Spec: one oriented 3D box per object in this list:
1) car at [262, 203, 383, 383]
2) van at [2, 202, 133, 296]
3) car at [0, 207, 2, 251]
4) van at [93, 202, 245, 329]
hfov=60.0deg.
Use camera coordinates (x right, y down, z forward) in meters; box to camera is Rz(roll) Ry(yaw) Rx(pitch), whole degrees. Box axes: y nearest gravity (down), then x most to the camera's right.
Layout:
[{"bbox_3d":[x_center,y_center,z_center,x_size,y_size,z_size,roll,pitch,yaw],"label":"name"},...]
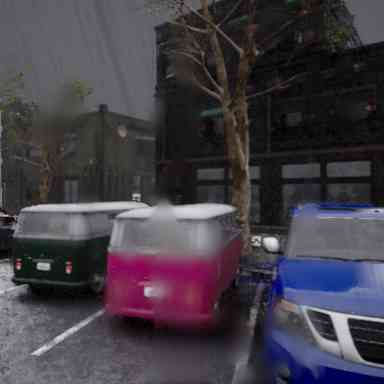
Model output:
[{"bbox_3d":[2.387,1.236,5.214,2.435,2.045,5.566,1,-1,16],"label":"car"},{"bbox_3d":[-2.403,1.265,8.791,1.878,1.987,4.442,0,-1,16],"label":"van"},{"bbox_3d":[-7.246,1.492,12.106,2.231,1.521,4.892,0,-1,15],"label":"car"},{"bbox_3d":[0.006,1.264,7.072,1.878,1.987,4.442,0,-1,16],"label":"van"}]
